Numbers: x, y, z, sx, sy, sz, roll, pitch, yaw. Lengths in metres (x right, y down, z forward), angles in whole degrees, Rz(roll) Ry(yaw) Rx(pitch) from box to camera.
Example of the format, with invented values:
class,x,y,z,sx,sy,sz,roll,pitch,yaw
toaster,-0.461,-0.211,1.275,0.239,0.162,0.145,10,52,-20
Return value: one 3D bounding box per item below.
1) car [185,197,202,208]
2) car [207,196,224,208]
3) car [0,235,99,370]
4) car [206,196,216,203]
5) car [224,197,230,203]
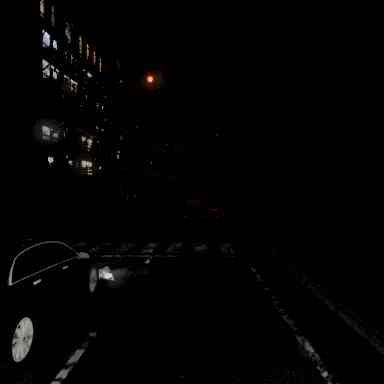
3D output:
class,x,y,z,sx,sy,sz,roll,pitch,yaw
car,0.287,1.492,51.393,2.097,1.767,4.553,0,0,7
car,3.577,1.646,51.531,1.837,1.490,4.892,0,0,7
car,-3.047,1.507,5.679,1.837,1.490,4.892,0,0,1
car,4.613,1.802,79.107,1.837,1.490,4.892,0,0,11
car,7.849,1.855,78.711,1.994,1.385,4.181,0,0,12
